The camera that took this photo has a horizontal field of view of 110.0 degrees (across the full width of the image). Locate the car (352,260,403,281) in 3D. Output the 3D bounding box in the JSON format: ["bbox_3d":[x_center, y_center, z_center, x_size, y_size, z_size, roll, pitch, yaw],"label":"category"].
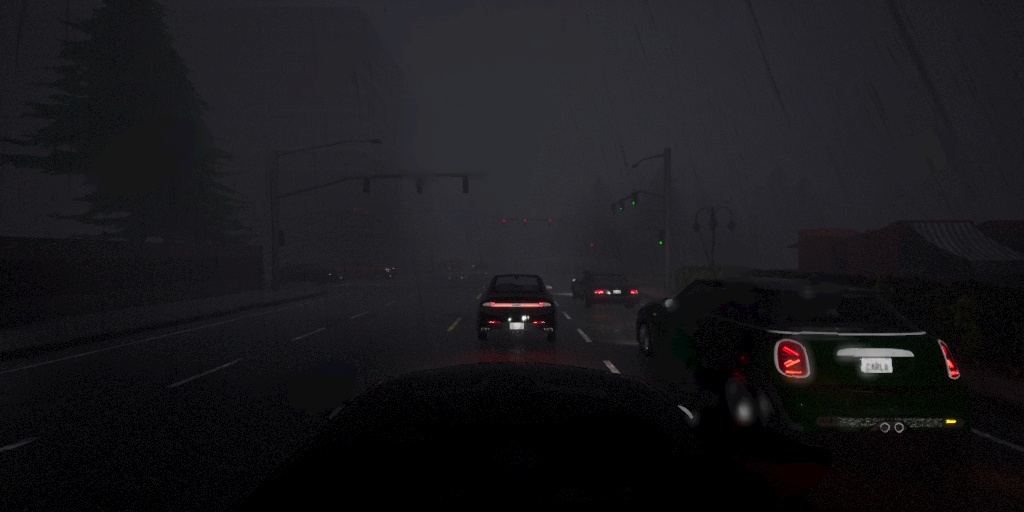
[{"bbox_3d":[-11.801,1.143,29.607,4.553,1.767,2.097,0,0,1],"label":"car"}]

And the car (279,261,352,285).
[{"bbox_3d":[-14.731,1.297,25.984,4.902,1.511,2.128,0,0,5],"label":"car"}]

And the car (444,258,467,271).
[{"bbox_3d":[-7.624,1.102,47.906,2.097,1.767,4.553,0,0,-12],"label":"car"}]

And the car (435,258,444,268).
[{"bbox_3d":[-10.365,1.351,56.907,1.895,1.301,4.718,0,0,-26],"label":"car"}]

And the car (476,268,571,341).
[{"bbox_3d":[0.135,1.242,9.873,2.128,1.511,4.902,0,0,1],"label":"car"}]

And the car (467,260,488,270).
[{"bbox_3d":[-4.714,1.314,51.535,1.994,1.385,4.181,0,0,-18],"label":"car"}]

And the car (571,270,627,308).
[{"bbox_3d":[3.707,1.297,15.050,2.033,1.411,5.357,0,0,1],"label":"car"}]

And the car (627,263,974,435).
[{"bbox_3d":[3.630,1.102,5.677,2.097,1.767,4.553,0,0,0],"label":"car"}]
